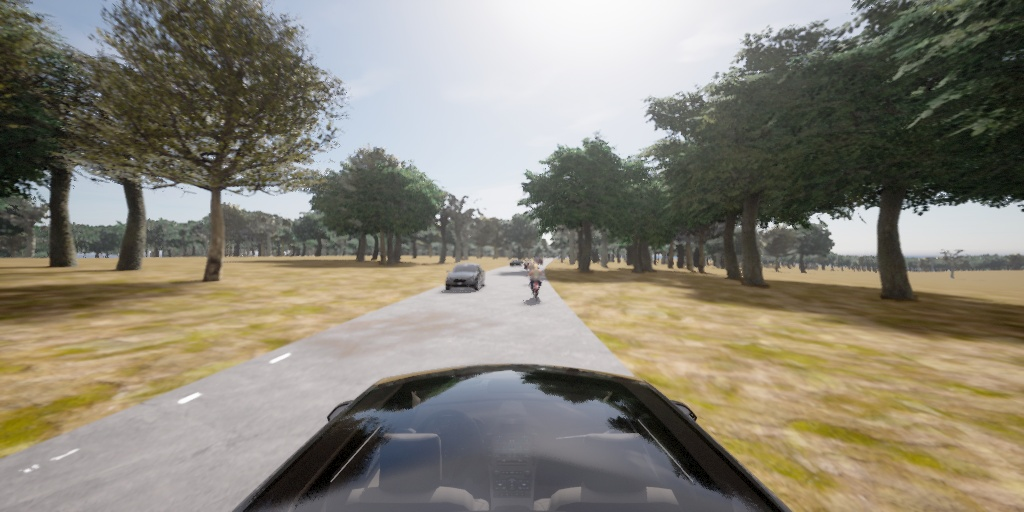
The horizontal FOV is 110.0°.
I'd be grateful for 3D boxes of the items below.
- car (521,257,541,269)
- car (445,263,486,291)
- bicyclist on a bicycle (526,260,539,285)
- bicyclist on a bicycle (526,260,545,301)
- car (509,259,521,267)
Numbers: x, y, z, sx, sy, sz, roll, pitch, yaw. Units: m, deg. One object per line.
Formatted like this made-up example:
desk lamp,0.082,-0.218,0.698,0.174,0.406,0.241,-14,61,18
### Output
car,2.918,1.214,53.569,1.895,1.301,4.718,0,0,6
car,-2.649,1.176,21.186,1.837,1.490,4.892,0,0,2
bicyclist on a bicycle,1.382,1.100,24.550,0.866,1.612,1.509,0,0,3
bicyclist on a bicycle,1.067,1.132,15.960,0.866,1.612,1.509,0,0,2
car,0.684,1.202,61.583,1.895,1.301,4.718,0,0,7
